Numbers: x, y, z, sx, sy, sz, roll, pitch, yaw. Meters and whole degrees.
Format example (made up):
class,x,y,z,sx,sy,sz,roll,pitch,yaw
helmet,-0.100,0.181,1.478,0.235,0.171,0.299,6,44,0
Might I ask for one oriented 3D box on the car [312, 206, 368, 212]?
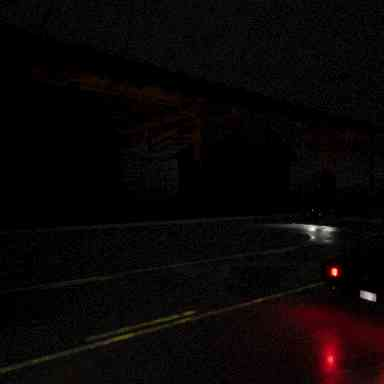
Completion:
class,x,y,z,sx,sy,sz,roll,pitch,yaw
car,11.063,1.178,24.650,5.357,1.411,2.033,0,0,-35

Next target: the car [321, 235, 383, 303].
class,x,y,z,sx,sy,sz,roll,pitch,yaw
car,5.007,1.595,7.318,4.718,1.301,1.895,0,0,-35
